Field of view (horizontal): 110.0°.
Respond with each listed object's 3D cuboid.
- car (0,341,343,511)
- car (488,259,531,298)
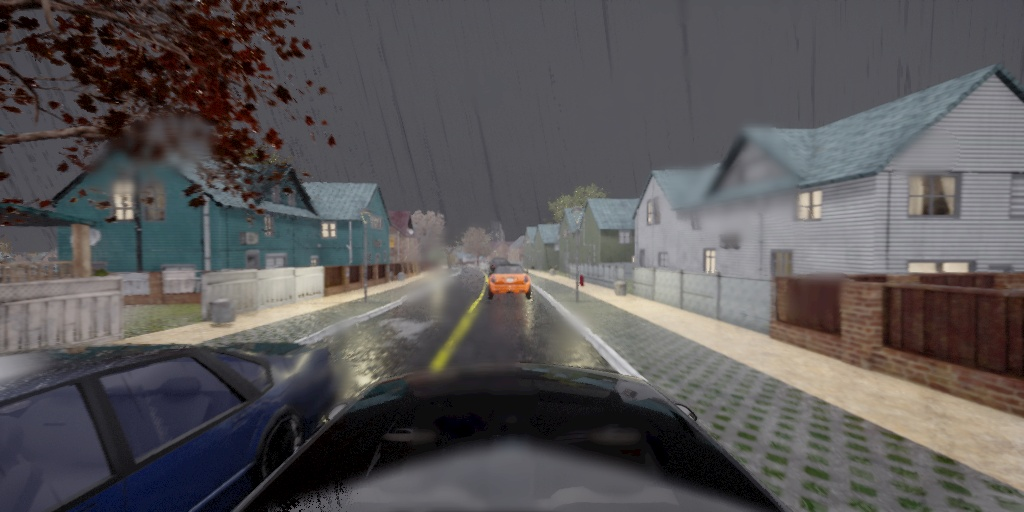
[{"bbox_3d":[-2.851,1.298,1.761,2.033,1.411,5.357,0,0,0],"label":"car"},{"bbox_3d":[-0.172,1.177,19.117,2.097,1.767,4.553,0,0,-2],"label":"car"}]
